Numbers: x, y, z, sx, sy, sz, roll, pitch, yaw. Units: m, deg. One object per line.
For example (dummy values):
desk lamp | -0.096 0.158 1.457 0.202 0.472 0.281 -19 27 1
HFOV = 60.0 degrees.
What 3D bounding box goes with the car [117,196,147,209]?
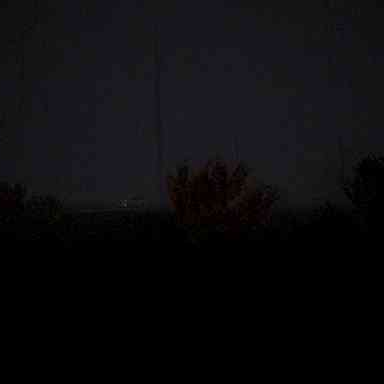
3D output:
car | -10.019 1.720 56.335 2.150 2.045 5.566 -1 -1 36
